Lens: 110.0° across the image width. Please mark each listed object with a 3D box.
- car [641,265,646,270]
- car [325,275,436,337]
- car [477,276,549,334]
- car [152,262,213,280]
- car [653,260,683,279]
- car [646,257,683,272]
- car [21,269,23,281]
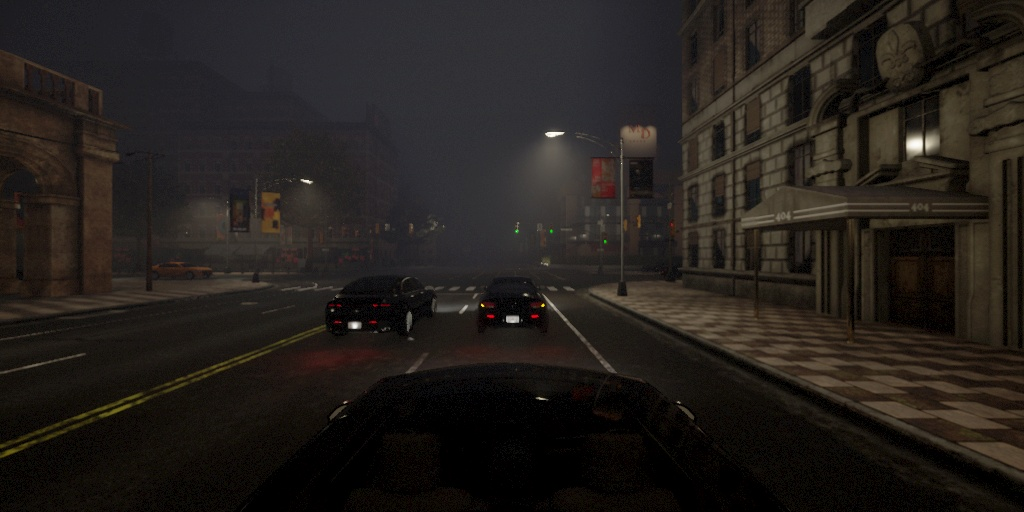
[{"bbox_3d":[20.043,1.415,47.736,5.357,1.411,2.033,0,0,0],"label":"car"},{"bbox_3d":[-3.487,1.278,10.367,1.837,1.490,4.892,0,0,0],"label":"car"},{"bbox_3d":[0.013,1.298,10.593,1.812,1.442,4.674,0,0,0],"label":"car"},{"bbox_3d":[-29.947,1.305,32.395,5.008,1.535,1.882,0,0,0],"label":"car"},{"bbox_3d":[15.713,1.354,32.531,4.674,1.442,1.812,0,0,0],"label":"car"},{"bbox_3d":[20.032,1.080,44.220,5.566,2.045,2.150,0,0,1],"label":"car"},{"bbox_3d":[-40.299,1.305,32.366,5.008,1.535,1.882,0,0,0],"label":"car"}]
